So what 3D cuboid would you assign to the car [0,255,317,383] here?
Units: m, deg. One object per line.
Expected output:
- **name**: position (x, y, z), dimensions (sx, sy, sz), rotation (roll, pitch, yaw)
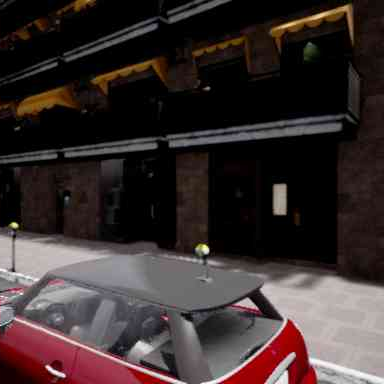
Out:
- **car**: position (-0.936, 1.423, 3.545), dimensions (4.097, 1.590, 1.967), rotation (0, 0, 35)
